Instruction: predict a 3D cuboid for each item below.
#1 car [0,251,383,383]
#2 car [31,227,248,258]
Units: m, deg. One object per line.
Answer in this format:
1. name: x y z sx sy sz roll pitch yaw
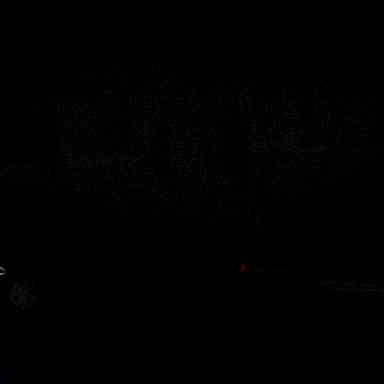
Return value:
1. car: 0.275 1.568 3.214 5.357 1.411 2.033 1 0 3
2. car: -1.325 1.468 6.787 5.008 1.535 1.882 1 0 4
